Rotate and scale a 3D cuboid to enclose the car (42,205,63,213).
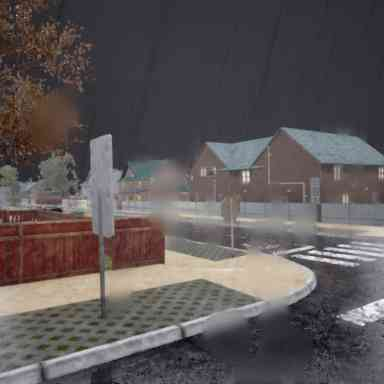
[{"bbox_3d":[-19.449,2.440,46.297,1.895,1.301,4.718,-2,0,-36],"label":"car"}]
